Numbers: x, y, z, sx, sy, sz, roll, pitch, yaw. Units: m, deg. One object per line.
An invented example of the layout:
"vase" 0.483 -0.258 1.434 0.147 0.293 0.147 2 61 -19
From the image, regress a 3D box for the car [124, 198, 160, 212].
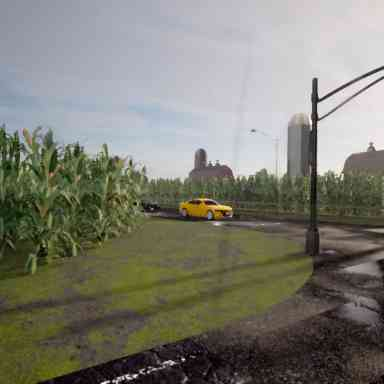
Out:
"car" -5.171 1.322 33.950 1.895 1.301 4.718 2 0 -38

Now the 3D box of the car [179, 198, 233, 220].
"car" 1.023 1.279 26.021 1.882 1.535 5.008 2 0 -38
